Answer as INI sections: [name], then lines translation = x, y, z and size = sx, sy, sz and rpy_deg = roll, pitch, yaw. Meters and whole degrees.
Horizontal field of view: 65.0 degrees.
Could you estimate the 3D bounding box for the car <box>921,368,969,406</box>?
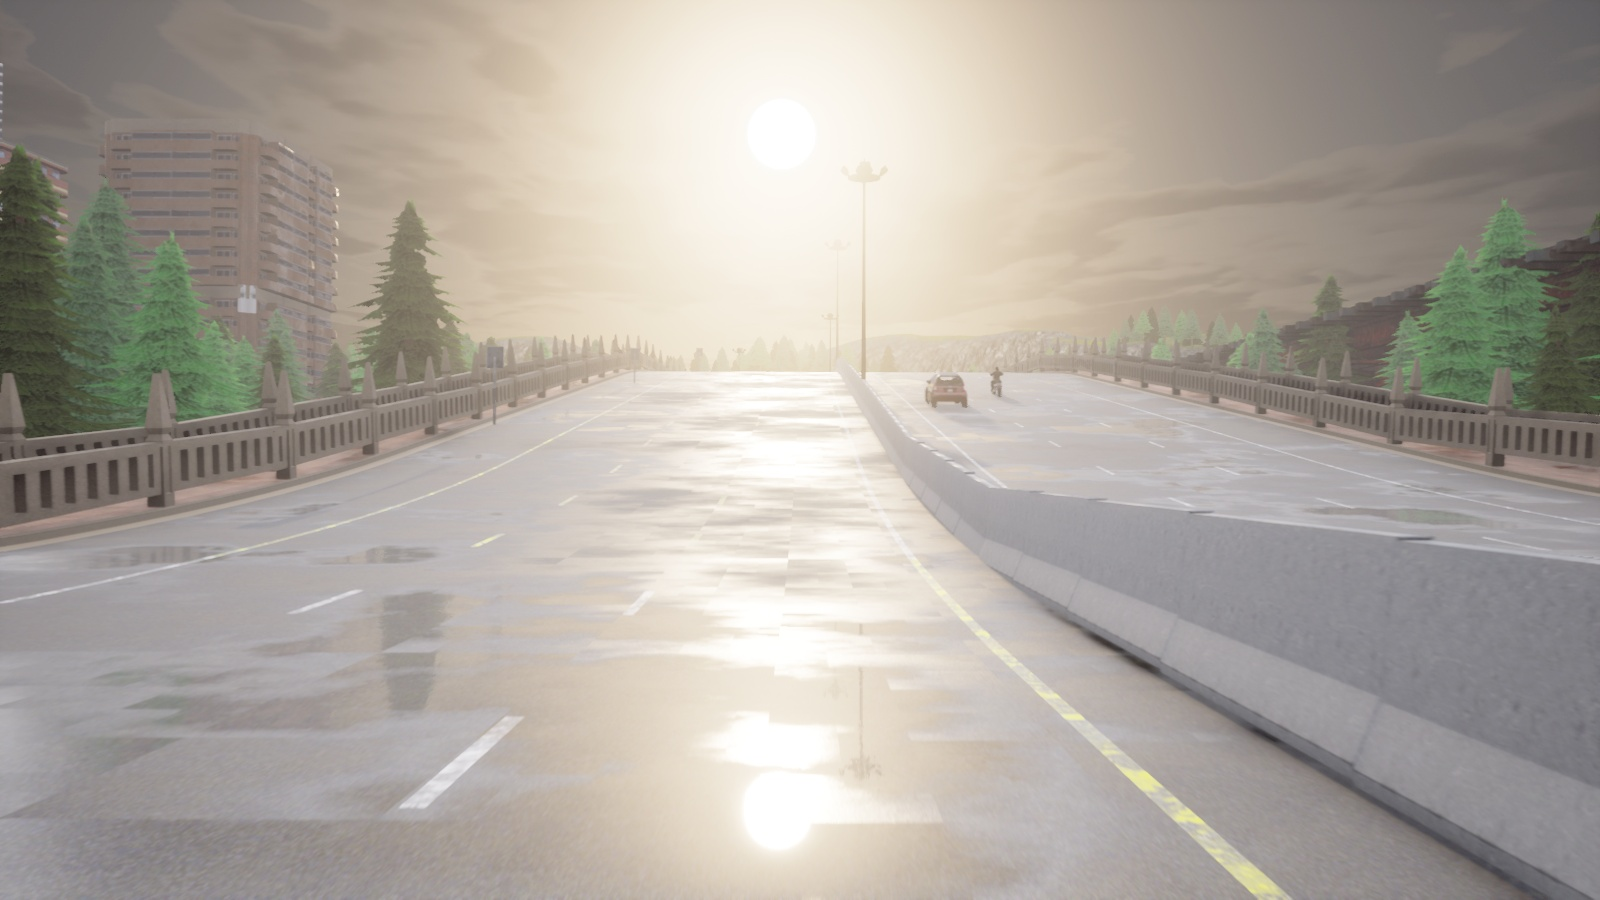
[car]
translation = 7.063, -3.127, 61.537
size = 1.851, 1.617, 3.988
rpy_deg = 0, 6, 0
